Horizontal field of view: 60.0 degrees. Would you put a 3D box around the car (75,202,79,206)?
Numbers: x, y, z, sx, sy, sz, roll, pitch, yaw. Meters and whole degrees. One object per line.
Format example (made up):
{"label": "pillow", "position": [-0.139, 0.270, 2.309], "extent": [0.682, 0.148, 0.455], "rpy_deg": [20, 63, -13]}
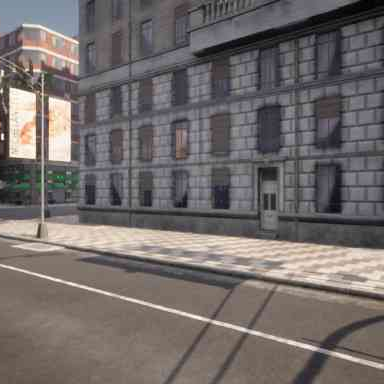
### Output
{"label": "car", "position": [-14.593, 1.547, 49.258], "extent": [2.033, 1.411, 5.357], "rpy_deg": [0, 0, 37]}
